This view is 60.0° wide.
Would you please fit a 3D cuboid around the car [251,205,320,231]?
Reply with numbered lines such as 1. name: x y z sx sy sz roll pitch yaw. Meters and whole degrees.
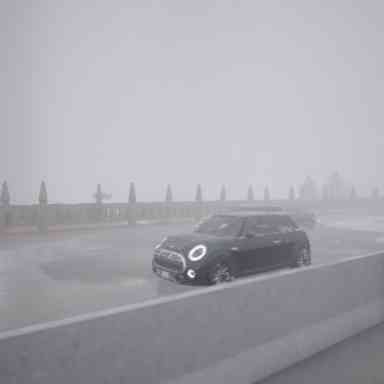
1. car: 5.984 1.564 21.154 4.181 1.385 1.994 0 0 -35

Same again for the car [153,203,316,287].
1. car: 1.196 1.350 9.144 4.553 1.767 2.097 0 0 -35
